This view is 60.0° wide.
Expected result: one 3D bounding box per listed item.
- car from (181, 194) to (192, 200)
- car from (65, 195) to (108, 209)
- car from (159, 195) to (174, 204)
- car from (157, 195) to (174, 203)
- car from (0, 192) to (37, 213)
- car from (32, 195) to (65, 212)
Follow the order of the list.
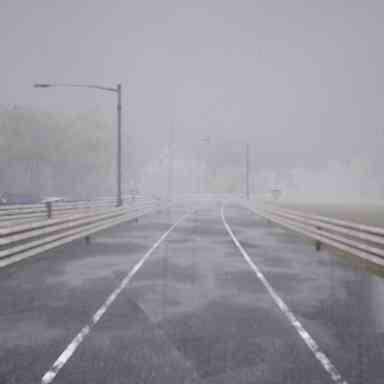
[{"bbox_3d":[-1.621,1.272,93.573,2.097,1.767,4.553,0,0,17],"label":"car"},{"bbox_3d":[-10.205,1.125,33.426,2.097,1.767,4.553,0,0,13],"label":"car"},{"bbox_3d":[-4.397,1.321,57.663,2.128,1.511,4.902,0,0,14],"label":"car"},{"bbox_3d":[-5.355,1.417,67.768,1.994,1.385,4.181,0,0,15],"label":"car"},{"bbox_3d":[-17.190,0.996,34.289,2.150,2.045,5.566,0,0,12],"label":"car"},{"bbox_3d":[-13.683,1.300,33.863,1.812,1.442,4.674,0,0,13],"label":"car"}]
